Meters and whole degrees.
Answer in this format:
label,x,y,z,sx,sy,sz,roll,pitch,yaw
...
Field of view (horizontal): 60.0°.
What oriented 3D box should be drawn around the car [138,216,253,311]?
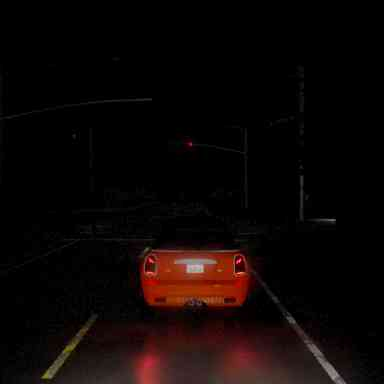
label,x,y,z,sx,sy,sz,roll,pitch,yaw
car,0.064,1.352,7.908,2.097,1.767,4.553,0,0,0
